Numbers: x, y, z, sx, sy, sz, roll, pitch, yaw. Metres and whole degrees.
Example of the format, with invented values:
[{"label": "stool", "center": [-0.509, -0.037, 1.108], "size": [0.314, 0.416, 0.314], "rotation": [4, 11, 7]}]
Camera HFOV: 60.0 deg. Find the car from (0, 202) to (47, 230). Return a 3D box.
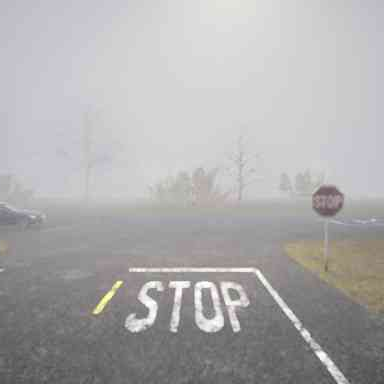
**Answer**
[{"label": "car", "center": [-10.762, 1.323, 18.972], "size": [4.674, 1.442, 1.812], "rotation": [0, 1, -2]}]
